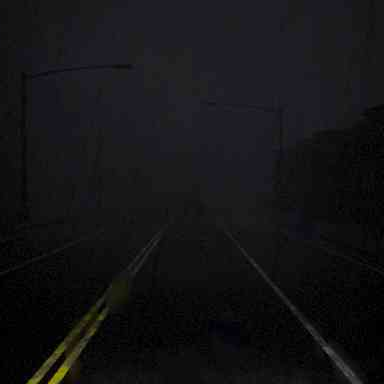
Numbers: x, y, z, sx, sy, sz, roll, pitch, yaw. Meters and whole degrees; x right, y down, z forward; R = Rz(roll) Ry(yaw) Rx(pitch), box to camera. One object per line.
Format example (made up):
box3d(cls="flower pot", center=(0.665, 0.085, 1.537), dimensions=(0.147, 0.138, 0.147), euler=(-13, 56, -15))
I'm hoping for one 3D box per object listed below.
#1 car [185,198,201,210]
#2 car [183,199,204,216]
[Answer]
box3d(cls="car", center=(0.158, 1.564, 42.980), dimensions=(1.994, 1.385, 4.181), euler=(0, 0, 0))
box3d(cls="car", center=(0.149, 1.492, 32.446), dimensions=(2.128, 1.511, 4.902), euler=(0, 0, 0))
